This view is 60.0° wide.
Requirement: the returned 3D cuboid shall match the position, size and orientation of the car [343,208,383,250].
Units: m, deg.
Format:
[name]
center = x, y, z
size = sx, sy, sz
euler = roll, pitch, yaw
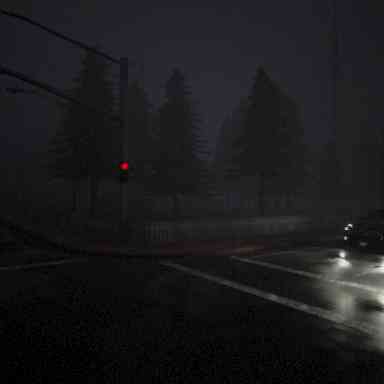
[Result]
[car]
center = 8.565, 1.491, 14.403
size = 4.553, 1.767, 2.097
euler = 1, 0, -36
